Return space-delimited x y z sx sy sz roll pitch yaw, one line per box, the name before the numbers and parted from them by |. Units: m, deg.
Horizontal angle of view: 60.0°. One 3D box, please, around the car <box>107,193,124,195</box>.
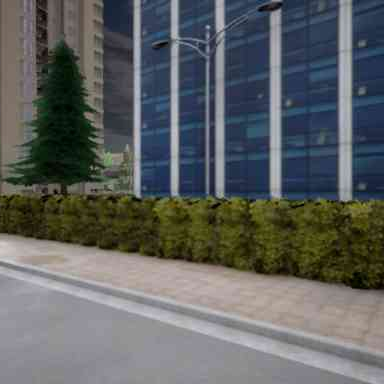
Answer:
car | -12.306 1.210 50.221 2.150 2.045 5.566 0 0 37
